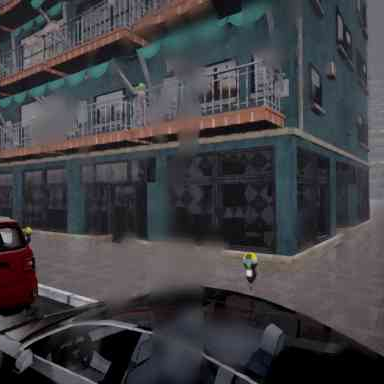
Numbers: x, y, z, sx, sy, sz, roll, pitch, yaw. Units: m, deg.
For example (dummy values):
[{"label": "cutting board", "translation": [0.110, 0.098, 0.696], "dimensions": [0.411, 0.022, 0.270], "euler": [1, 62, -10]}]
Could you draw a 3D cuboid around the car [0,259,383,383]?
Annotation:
[{"label": "car", "translation": [-0.296, 1.566, 2.942], "dimensions": [4.313, 1.339, 1.947], "euler": [0, -1, 35]}]

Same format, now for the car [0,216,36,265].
[{"label": "car", "translation": [-4.907, 1.317, 6.227], "dimensions": [5.009, 1.841, 2.192], "euler": [0, -1, 35]}]
